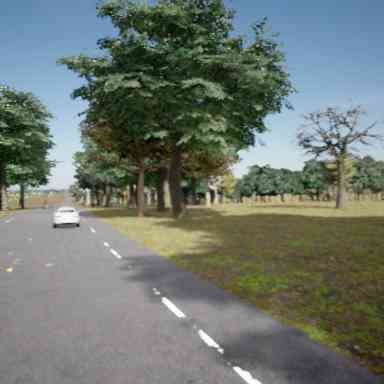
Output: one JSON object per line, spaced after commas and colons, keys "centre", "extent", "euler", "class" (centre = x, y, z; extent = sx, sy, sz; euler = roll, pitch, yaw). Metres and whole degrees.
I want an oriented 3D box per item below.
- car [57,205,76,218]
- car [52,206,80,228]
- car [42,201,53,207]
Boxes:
{"centre": [-14.535, 2.219, 38.639], "extent": [1.895, 1.301, 4.718], "euler": [0, -1, -20], "class": "car"}
{"centre": [-9.871, 1.948, 26.226], "extent": [1.812, 1.442, 4.674], "euler": [0, -1, -21], "class": "car"}
{"centre": [-27.544, 2.509, 63.570], "extent": [1.812, 1.442, 4.674], "euler": [0, -1, -20], "class": "car"}
